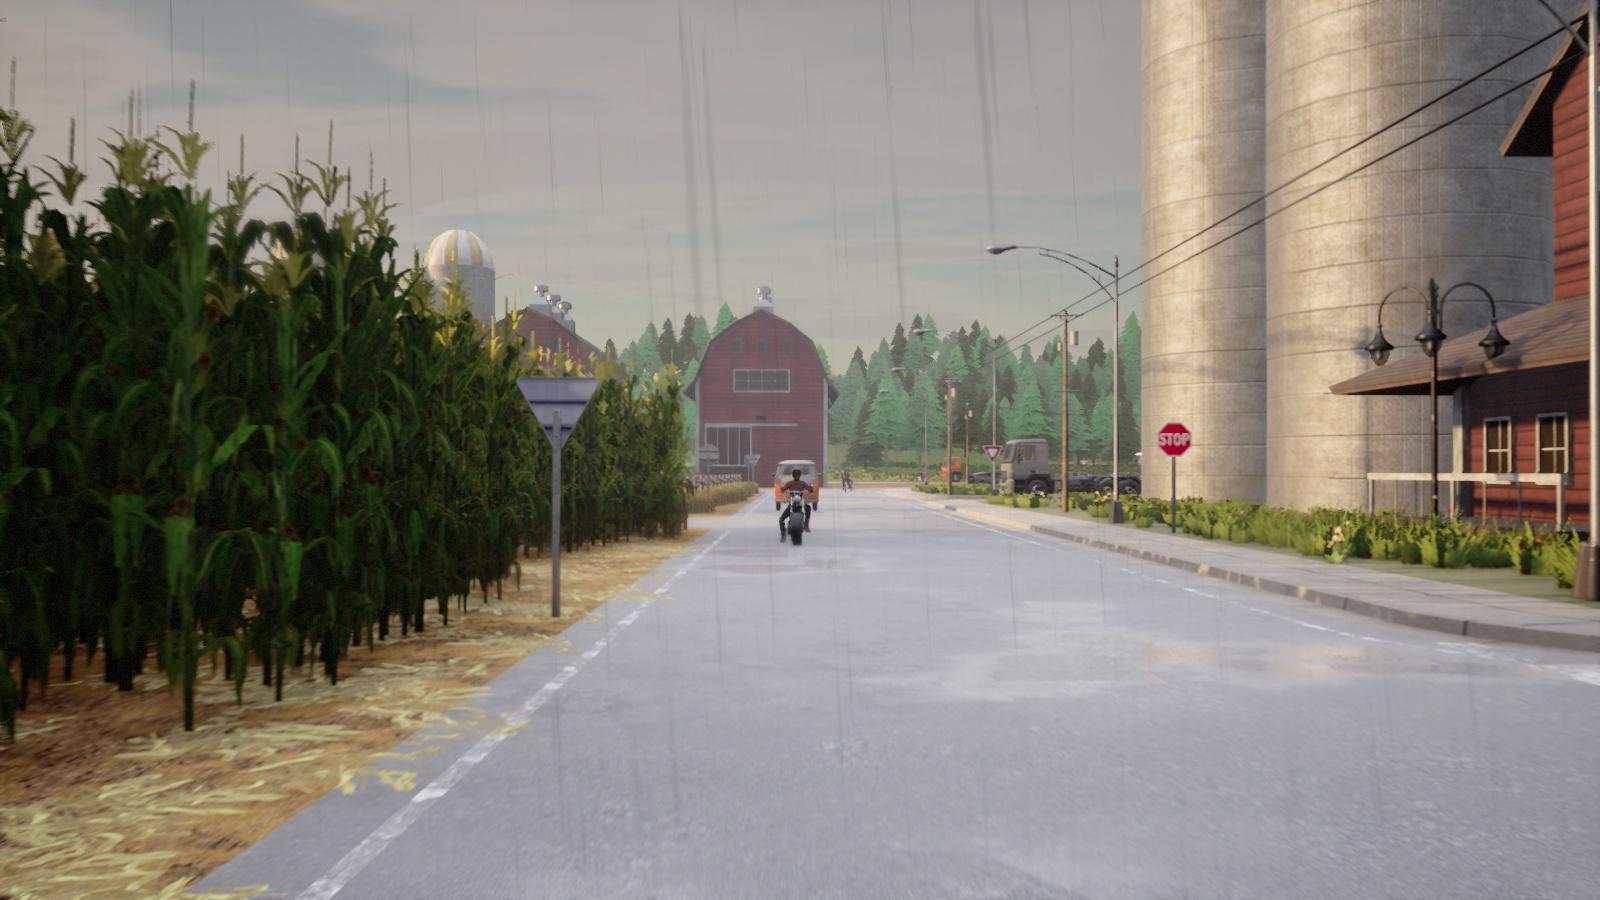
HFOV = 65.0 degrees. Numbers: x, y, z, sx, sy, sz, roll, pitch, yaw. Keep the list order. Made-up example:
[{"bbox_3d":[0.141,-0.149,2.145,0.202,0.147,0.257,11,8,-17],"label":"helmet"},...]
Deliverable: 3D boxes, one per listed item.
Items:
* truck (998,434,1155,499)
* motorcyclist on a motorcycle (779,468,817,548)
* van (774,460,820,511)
[{"bbox_3d":[15.125,0.930,69.130,7.936,3.462,2.891,0,-1,-1],"label":"truck"},{"bbox_3d":[-0.063,1.222,27.293,0.766,1.649,2.350,0,-1,-1],"label":"motorcyclist on a motorcycle"},{"bbox_3d":[-0.122,1.419,50.768,1.775,1.987,4.442,0,-1,0],"label":"van"}]
